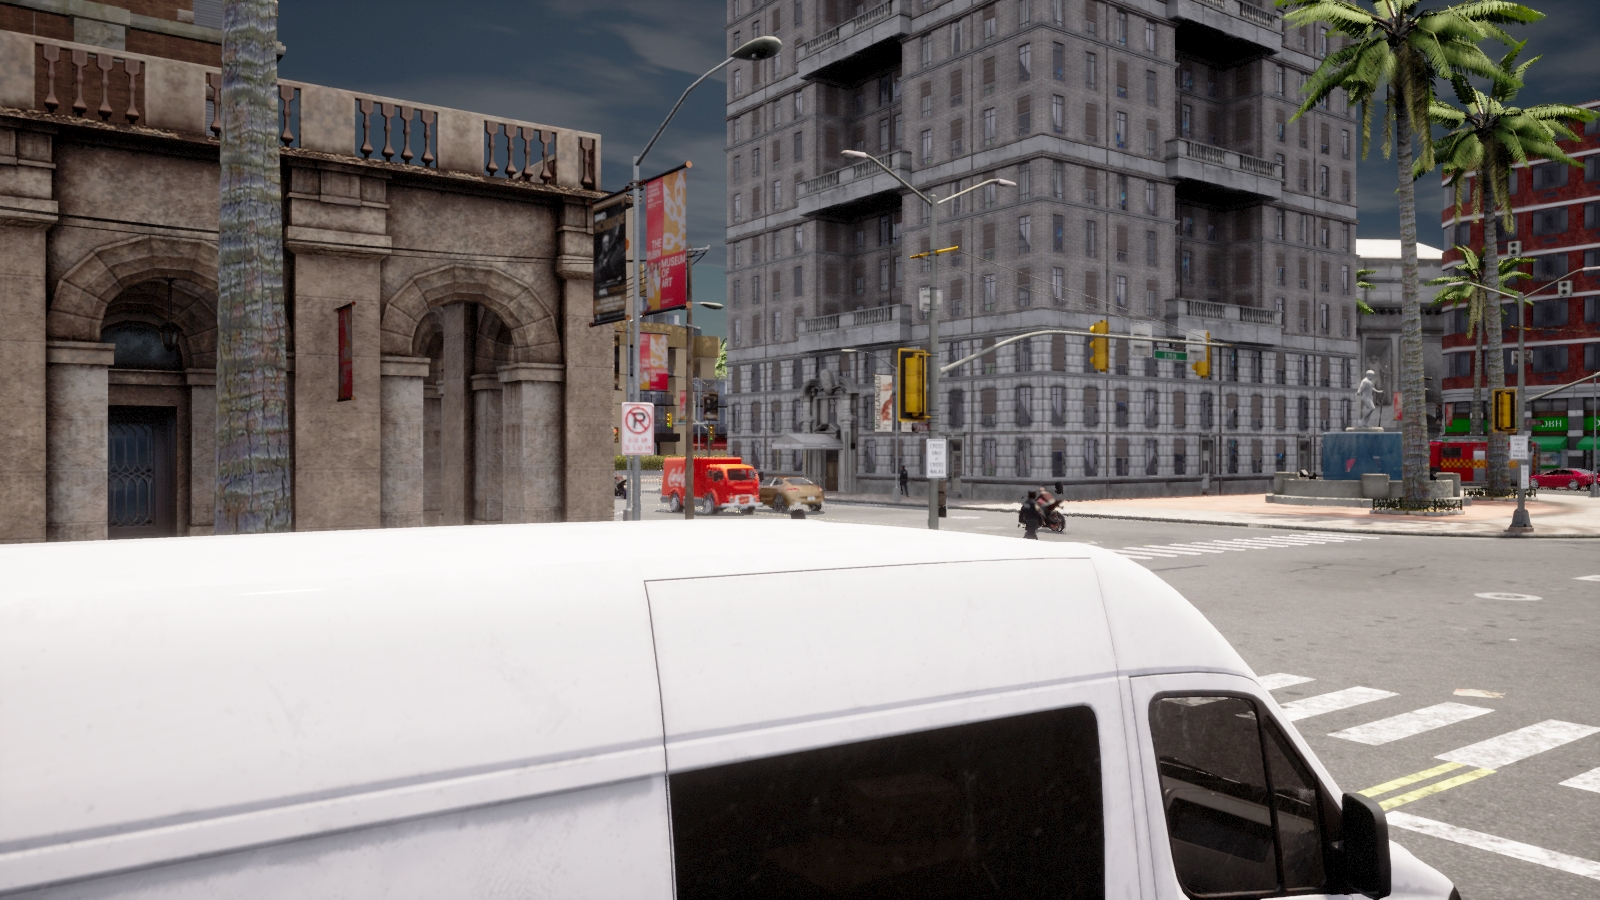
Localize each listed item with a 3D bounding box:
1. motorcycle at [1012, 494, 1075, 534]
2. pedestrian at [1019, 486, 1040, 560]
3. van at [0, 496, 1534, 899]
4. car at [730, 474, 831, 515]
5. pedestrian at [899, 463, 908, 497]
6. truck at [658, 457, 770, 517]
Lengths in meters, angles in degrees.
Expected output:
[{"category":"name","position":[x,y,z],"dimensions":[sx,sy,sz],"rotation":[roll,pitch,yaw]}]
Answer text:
[{"category":"motorcycle","position":[8.348,2.193,39.271],"dimensions":[0.867,1.251,2.209],"rotation":[1,0,-28]},{"category":"pedestrian","position":[5.817,1.840,28.966],"dimensions":[0.375,1.860,0.375],"rotation":[0,0,-26]},{"category":"van","position":[0.019,1.533,3.806],"dimensions":[5.915,2.561,1.988],"rotation":[0,0,-35]},{"category":"car","position":[-0.937,1.980,52.129],"dimensions":[2.152,1.651,5.027],"rotation":[0,0,-35]},{"category":"pedestrian","position":[5.712,1.680,63.229],"dimensions":[0.375,1.860,0.375],"rotation":[0,0,-28]},{"category":"truck","position":[-3.842,1.557,50.173],"dimensions":[2.627,2.467,5.204],"rotation":[0,0,-35]}]
